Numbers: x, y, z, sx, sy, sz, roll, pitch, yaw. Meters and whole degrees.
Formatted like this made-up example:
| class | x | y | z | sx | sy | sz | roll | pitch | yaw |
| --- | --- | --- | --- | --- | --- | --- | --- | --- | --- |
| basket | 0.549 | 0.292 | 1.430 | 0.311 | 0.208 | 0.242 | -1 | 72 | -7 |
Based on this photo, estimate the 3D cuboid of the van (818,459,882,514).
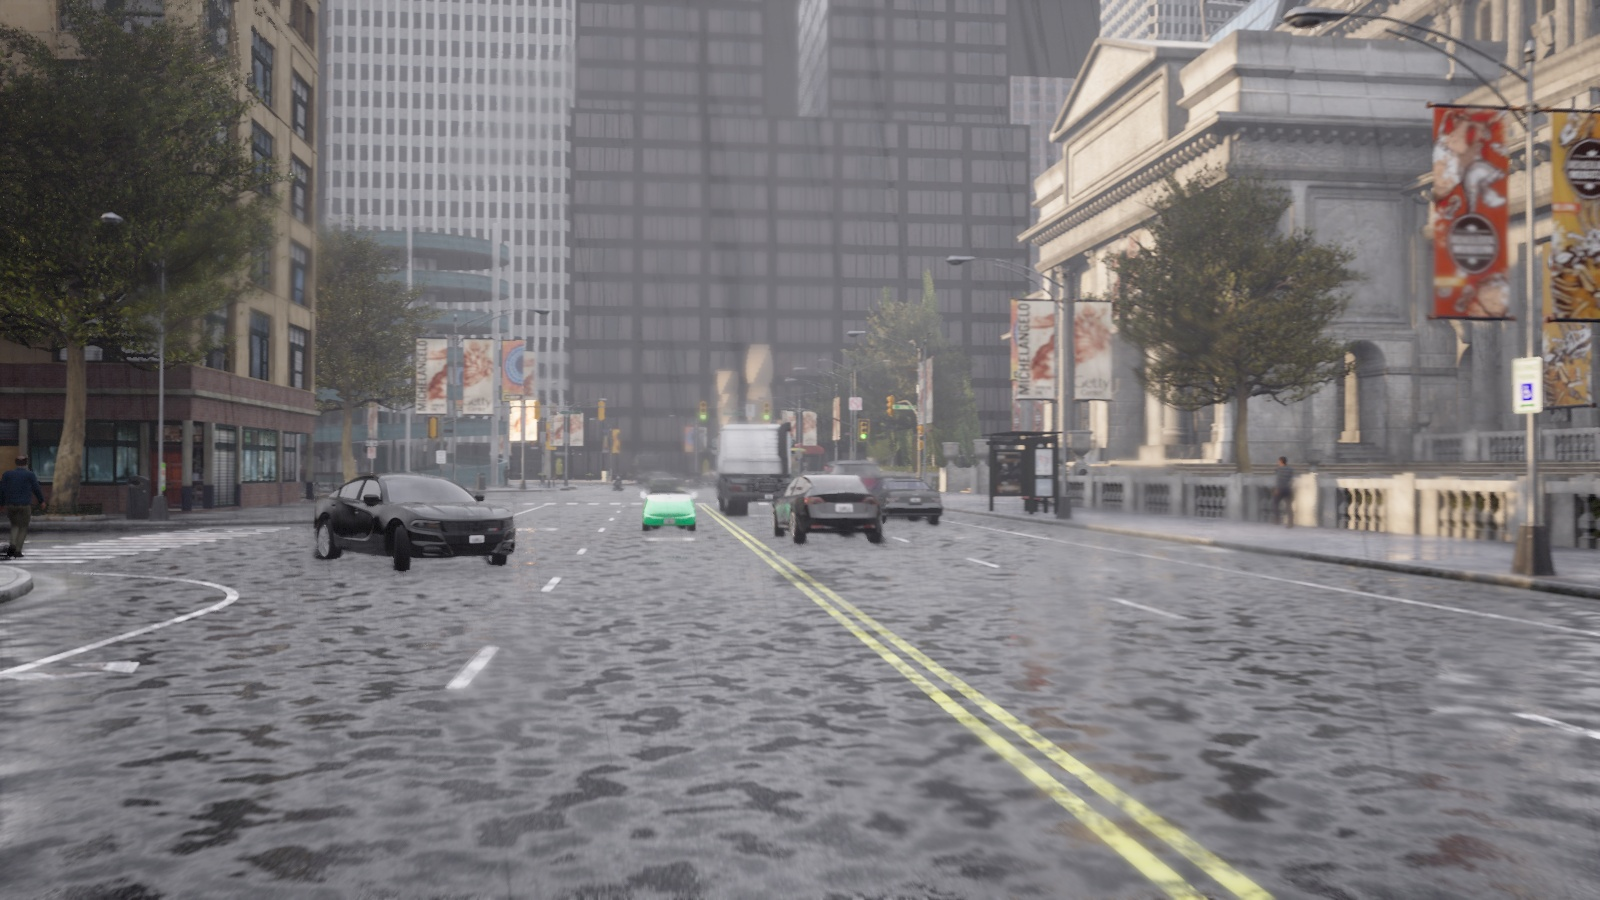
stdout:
| class | x | y | z | sx | sy | sz | roll | pitch | yaw |
| --- | --- | --- | --- | --- | --- | --- | --- | --- | --- |
| van | 1.840 | 1.361 | 47.898 | 1.775 | 1.987 | 4.442 | 0 | -1 | -7 |

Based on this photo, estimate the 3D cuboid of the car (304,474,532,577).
| class | x | y | z | sx | sy | sz | roll | pitch | yaw |
| --- | --- | --- | --- | --- | --- | --- | --- | --- | --- |
| car | -6.584 | 1.181 | 21.266 | 1.882 | 1.535 | 5.008 | 1 | -2 | -40 |

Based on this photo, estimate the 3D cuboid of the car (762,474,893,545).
| class | x | y | z | sx | sy | sz | roll | pitch | yaw |
| --- | --- | --- | --- | --- | --- | --- | --- | --- | --- |
| car | 0.518 | 1.297 | 28.980 | 2.163 | 1.488 | 4.792 | 0 | -1 | -9 |

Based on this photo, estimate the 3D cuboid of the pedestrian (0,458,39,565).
| class | x | y | z | sx | sy | sz | roll | pitch | yaw |
| --- | --- | --- | --- | --- | --- | --- | --- | --- | --- |
| pedestrian | -13.658 | 1.058 | 21.978 | 0.402 | 1.842 | 0.726 | 0 | -1 | -18 |

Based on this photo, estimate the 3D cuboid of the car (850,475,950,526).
| class | x | y | z | sx | sy | sz | roll | pitch | yaw |
| --- | --- | --- | --- | --- | --- | --- | --- | --- | --- |
| car | 2.944 | 1.490 | 38.375 | 2.033 | 1.411 | 5.357 | 0 | -1 | -7 |

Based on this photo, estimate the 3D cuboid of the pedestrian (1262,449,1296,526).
| class | x | y | z | sx | sy | sz | roll | pitch | yaw |
| --- | --- | --- | --- | --- | --- | --- | --- | --- | --- |
| pedestrian | 12.156 | 0.945 | 31.870 | 0.423 | 1.949 | 0.788 | 0 | -1 | -12 |

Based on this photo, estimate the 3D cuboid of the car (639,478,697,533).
| class | x | y | z | sx | sy | sz | roll | pitch | yaw |
| --- | --- | --- | --- | --- | --- | --- | --- | --- | --- |
| car | -3.480 | 1.440 | 33.008 | 1.481 | 1.376 | 2.207 | 0 | -1 | -7 |

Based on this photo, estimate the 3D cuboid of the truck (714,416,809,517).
| class | x | y | z | sx | sy | sz | roll | pitch | yaw |
| --- | --- | --- | --- | --- | --- | --- | --- | --- | --- |
| truck | -1.587 | 0.630 | 47.040 | 2.891 | 3.462 | 7.936 | 0 | -1 | -7 |
